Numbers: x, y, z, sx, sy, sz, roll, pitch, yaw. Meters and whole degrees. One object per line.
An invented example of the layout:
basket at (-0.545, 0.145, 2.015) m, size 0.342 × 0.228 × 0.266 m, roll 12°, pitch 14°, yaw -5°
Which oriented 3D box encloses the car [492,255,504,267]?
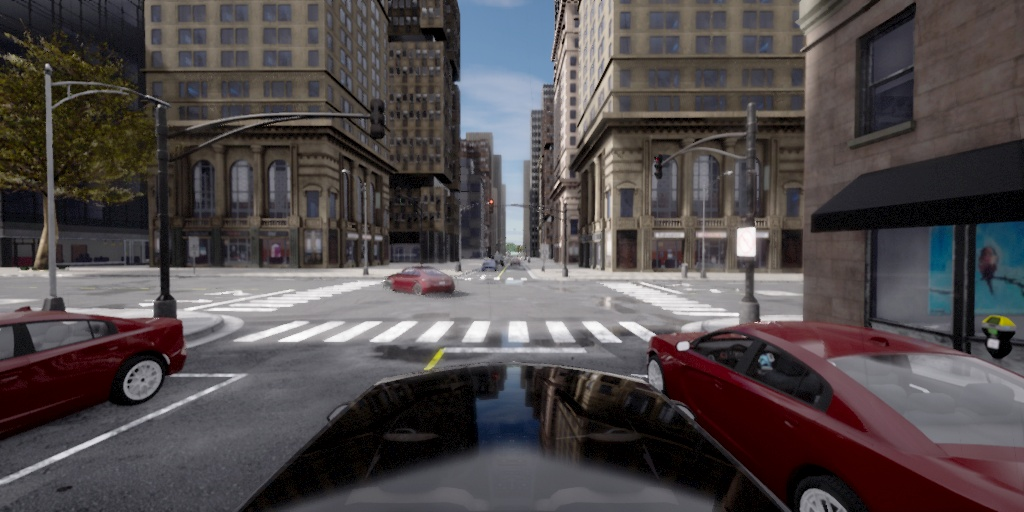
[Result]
car at (-2.505, 0.816, 61.619) m, size 2.150 × 2.045 × 5.566 m, roll 0°, pitch 0°, yaw 1°

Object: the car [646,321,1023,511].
car at (2.771, 1.290, 3.425) m, size 1.888 × 1.381 × 4.507 m, roll 0°, pitch 0°, yaw 0°

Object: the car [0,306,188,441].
car at (-5.754, 1.291, 3.496) m, size 1.888 × 1.381 × 4.507 m, roll 0°, pitch 0°, yaw 0°

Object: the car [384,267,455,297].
car at (-4.859, 1.235, 18.602) m, size 4.181 × 1.385 × 1.994 m, roll 1°, pitch 1°, yaw 42°

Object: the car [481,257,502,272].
car at (-2.718, 1.185, 44.368) m, size 2.033 × 1.411 × 5.357 m, roll 0°, pitch 0°, yaw 1°
